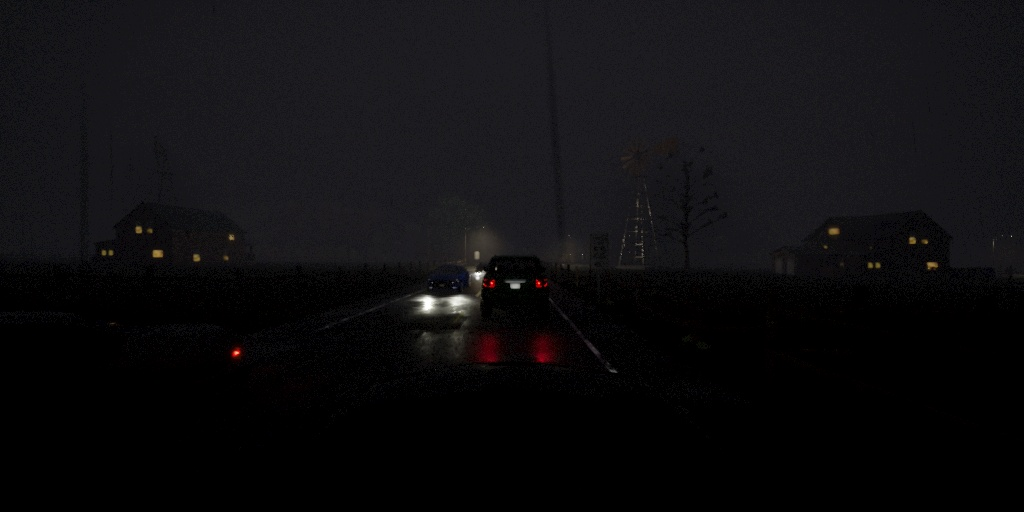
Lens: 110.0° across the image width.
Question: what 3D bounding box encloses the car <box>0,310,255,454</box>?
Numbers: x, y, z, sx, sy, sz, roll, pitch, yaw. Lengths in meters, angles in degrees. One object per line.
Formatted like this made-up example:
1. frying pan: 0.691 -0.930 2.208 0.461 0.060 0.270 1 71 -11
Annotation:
1. car: -5.710 1.279 3.280 2.033 1.411 5.357 1 0 35

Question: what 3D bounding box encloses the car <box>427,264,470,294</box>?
1. car: -3.598 1.247 20.899 1.882 1.535 5.008 0 0 0

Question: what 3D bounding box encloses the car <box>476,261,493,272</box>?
1. car: -3.533 1.396 46.801 1.895 1.301 4.718 0 0 1

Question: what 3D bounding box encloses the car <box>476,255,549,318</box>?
1. car: 0.098 0.983 13.236 2.150 2.045 5.566 0 0 0
